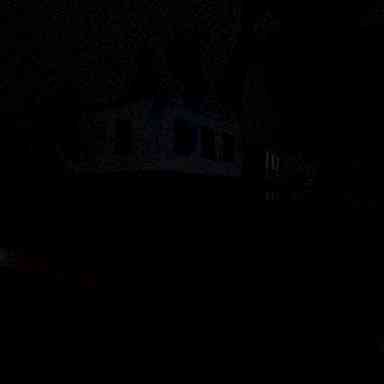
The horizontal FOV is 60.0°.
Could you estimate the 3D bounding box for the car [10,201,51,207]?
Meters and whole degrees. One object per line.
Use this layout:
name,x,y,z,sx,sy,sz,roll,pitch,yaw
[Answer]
car,-14.763,1.528,29.228,2.033,1.411,5.357,0,0,29
